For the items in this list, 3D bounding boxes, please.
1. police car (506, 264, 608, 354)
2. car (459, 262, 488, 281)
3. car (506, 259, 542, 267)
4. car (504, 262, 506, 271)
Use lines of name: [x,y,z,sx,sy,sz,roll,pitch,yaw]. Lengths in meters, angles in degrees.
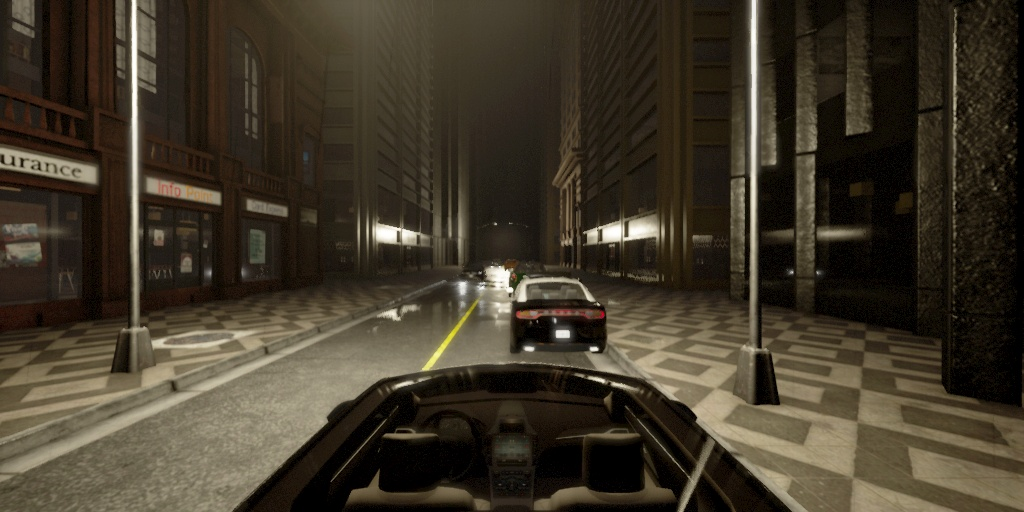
police car: [0.889,1.169,8.891,1.930,1.638,5.238,0,0,0]
car: [-3.145,1.265,29.814,1.812,1.442,4.674,0,0,0]
car: [0.872,1.090,18.751,2.097,1.767,4.553,0,0,0]
car: [-0.035,1.225,48.218,1.882,1.535,5.008,0,0,0]
